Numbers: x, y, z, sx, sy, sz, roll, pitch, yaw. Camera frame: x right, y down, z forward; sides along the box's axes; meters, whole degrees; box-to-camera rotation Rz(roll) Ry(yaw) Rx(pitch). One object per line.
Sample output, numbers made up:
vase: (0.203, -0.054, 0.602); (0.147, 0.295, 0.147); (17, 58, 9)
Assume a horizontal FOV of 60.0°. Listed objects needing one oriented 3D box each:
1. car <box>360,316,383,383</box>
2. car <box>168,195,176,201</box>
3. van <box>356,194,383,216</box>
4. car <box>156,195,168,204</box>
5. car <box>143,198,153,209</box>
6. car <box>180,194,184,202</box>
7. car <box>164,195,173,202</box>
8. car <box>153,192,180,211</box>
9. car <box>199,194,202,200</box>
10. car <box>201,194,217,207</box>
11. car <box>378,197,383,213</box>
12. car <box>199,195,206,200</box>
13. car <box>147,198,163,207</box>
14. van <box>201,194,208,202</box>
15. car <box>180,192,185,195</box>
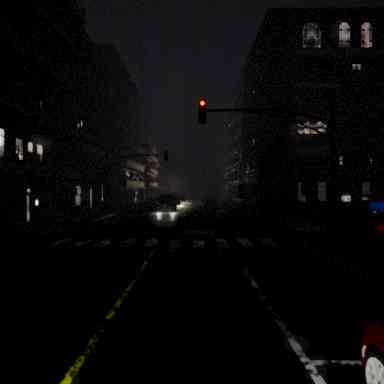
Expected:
car: (2.687, 1.544, 1.876); (1.887, 1.381, 4.507); (0, 0, 0)
car: (-5.440, 1.593, 89.600); (1.802, 1.307, 4.206); (-1, 0, 0)
van: (15.719, 1.023, 27.410); (3.998, 1.788, 1.690); (-1, 1, -1)
car: (-5.521, 1.435, 61.960); (1.967, 1.590, 4.097); (-1, 0, 0)
car: (-5.567, 1.540, 45.377); (2.008, 1.369, 4.403); (0, 0, 0)
car: (-2.922, 1.540, 56.748); (2.033, 1.411, 5.357); (0, 0, 0)
car: (-5.473, 1.528, 78.374); (1.752, 1.417, 4.829); (-1, 0, 0)
car: (-2.985, 1.203, 40.146); (2.150, 2.045, 5.566); (0, 1, 0)
car: (2.877, 1.548, 67.459); (2.008, 1.369, 4.403); (-1, 0, 0)
car: (2.827, 1.431, 50.876); (1.967, 1.590, 4.097); (-1, 0, 0)
car: (15.253, 1.244, 21.657); (4.892, 1.490, 1.837); (-1, 0, -1)
car: (2.956, 1.560, 95.099); (1.887, 1.381, 4.507); (-1, 0, 0)
car: (-5.552, 1.557, 50.904); (1.947, 1.339, 4.313); (0, 0, 0)
van: (2.906, 1.344, 78.514); (1.690, 1.788, 3.998); (-1, 0, 0)
car: (-2.791, 1.045, 73.118); (2.150, 2.045, 5.566); (0, 0, 0)
